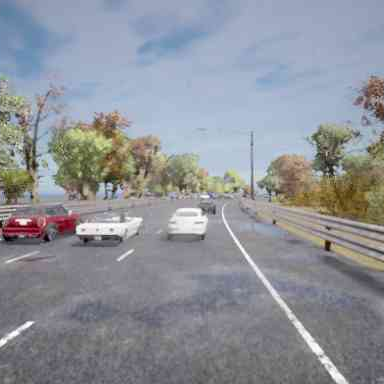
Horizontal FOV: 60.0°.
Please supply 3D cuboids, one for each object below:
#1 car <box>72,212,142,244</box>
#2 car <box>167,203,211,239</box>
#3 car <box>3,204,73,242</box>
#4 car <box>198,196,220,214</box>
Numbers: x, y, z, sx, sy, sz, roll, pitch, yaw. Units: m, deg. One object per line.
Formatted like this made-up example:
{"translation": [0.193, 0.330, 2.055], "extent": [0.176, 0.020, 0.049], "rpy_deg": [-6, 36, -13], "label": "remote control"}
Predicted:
{"translation": [-3.739, 1.622, 16.034], "extent": [1.895, 1.301, 4.718], "rpy_deg": [0, 0, 4], "label": "car"}
{"translation": [-0.138, 1.541, 17.203], "extent": [1.812, 1.442, 4.674], "rpy_deg": [0, 0, 4], "label": "car"}
{"translation": [-7.199, 1.381, 16.625], "extent": [2.097, 1.767, 4.553], "rpy_deg": [0, 0, 4], "label": "car"}
{"translation": [1.663, 1.527, 35.844], "extent": [2.128, 1.511, 4.902], "rpy_deg": [0, 0, 5], "label": "car"}
